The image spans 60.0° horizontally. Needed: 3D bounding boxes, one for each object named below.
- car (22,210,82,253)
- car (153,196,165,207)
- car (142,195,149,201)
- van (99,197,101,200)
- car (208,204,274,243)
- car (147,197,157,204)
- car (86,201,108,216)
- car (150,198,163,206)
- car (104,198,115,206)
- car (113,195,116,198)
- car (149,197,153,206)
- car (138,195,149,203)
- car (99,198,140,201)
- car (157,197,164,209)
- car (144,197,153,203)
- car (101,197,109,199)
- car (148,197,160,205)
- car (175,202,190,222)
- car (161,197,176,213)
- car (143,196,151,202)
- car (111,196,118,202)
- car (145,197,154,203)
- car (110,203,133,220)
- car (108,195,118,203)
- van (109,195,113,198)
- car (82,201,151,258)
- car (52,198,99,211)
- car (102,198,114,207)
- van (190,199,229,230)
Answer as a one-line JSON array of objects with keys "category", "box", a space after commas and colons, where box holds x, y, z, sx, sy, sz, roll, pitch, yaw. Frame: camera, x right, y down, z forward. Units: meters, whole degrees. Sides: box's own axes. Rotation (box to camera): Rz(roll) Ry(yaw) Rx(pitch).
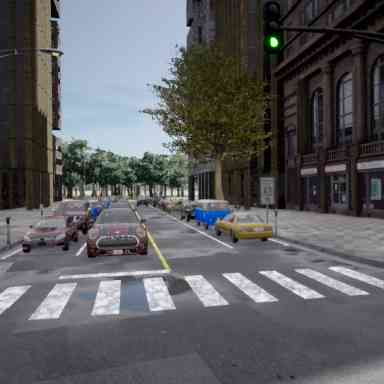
[{"category": "car", "box": [-5.977, 1.703, 14.417, 1.802, 1.307, 4.206, -1, 0, -11]}, {"category": "car", "box": [-4.284, 1.739, 49.511, 2.008, 1.369, 4.403, -1, 0, -11]}, {"category": "car", "box": [-13.172, 1.807, 94.066, 1.967, 1.590, 4.097, -1, 0, -11]}, {"category": "van", "box": [-8.204, 1.523, 25.558, 1.690, 1.788, 3.998, -1, 0, -11]}, {"category": "car", "box": [2.347, 1.552, 16.260, 1.752, 1.417, 4.829, -1, 0, -11]}, {"category": "car", "box": [-8.726, 1.863, 71.789, 1.802, 1.307, 4.206, -1, 0, -11]}, {"category": "car", "box": [-10.421, 1.786, 36.698, 2.008, 1.369, 4.403, -1, 0, -11]}, {"category": "car", "box": [-6.505, 1.786, 60.650, 2.008, 1.369, 4.403, -1, 0, -11]}, {"category": "car", "box": [-15.974, 1.935, 64.547, 1.802, 1.307, 4.206, -1, 0, -11]}, {"category": "car", "box": [-13.756, 1.747, 53.408, 1.967, 1.590, 4.097, -1, 0, -11]}, {"category": "car", "box": [-5.399, 1.527, 55.081, 2.192, 1.841, 5.009, -1, 0, -11]}, {"category": "car", "box": [-8.847, 1.764, 58.812, 1.837, 1.490, 4.892, -1, 0, -11]}, {"category": "car", "box": [-4.756, 1.482, 21.944, 2.097, 1.767, 4.553, -1, 0, -11]}, {"category": "car", "box": [-3.173, 1.709, 43.942, 1.887, 1.381, 4.507, -1, 0, -11]}, {"category": "car", "box": [-10.948, 1.890, 82.928, 1.947, 1.339, 4.313, -1, 0, -11]}, {"category": "car", "box": [-9.315, 1.524, 31.128, 2.192, 1.841, 5.009, -1, 0, -11]}, {"category": "car", "box": [-7.616, 1.809, 66.219, 2.008, 1.369, 4.403, -1, 0, -11]}, {"category": "car", "box": [0.160, 1.652, 27.233, 1.947, 1.339, 4.313, -1, 0, -11]}, {"category": "car", "box": [-2.096, 1.666, 38.539, 1.752, 1.417, 4.829, -1, 0, -11]}, {"category": "car", "box": [-12.093, 1.872, 88.663, 1.752, 1.417, 4.829, -1, 0, -11]}, {"category": "car", "box": [-21.497, 1.987, 92.229, 1.752, 1.417, 4.829, -1, 0, -11]}, {"category": "car", "box": [-9.872, 1.829, 77.525, 1.752, 1.417, 4.829, -1, 0, -11]}, {"category": "car", "box": [-6.525, 1.776, 30.839, 1.895, 1.301, 4.718, -1, 0, -11]}, {"category": "car", "box": [-19.313, 1.735, 81.257, 2.192, 1.841, 5.009, -1, 0, -11]}, {"category": "van", "box": [-12.647, 1.625, 47.838, 1.690, 1.788, 3.998, -1, 0, -11]}, {"category": "car", "box": [-2.979, 1.433, 13.313, 2.097, 1.767, 4.553, -1, 0, -13]}, {"category": "car", "box": [-7.094, 1.467, 19.988, 2.192, 1.841, 5.009, -1, 0, -11]}, {"category": "car", "box": [-14.864, 1.875, 58.977, 1.887, 1.381, 4.507, -1, 0, -11]}, {"category": "van", "box": [1.265, 1.398, 21.664, 1.690, 1.788, 3.998, -1, 0, -11]}]
